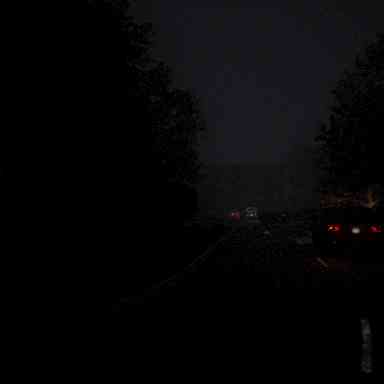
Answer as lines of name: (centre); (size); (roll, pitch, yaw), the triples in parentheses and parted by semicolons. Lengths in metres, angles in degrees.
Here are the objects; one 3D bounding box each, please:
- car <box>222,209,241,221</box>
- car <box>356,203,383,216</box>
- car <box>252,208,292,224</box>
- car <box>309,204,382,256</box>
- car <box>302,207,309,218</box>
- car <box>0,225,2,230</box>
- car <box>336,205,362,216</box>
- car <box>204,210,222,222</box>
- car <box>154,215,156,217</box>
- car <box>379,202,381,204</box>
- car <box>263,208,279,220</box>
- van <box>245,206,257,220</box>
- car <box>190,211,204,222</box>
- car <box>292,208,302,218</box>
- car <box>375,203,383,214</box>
car: (6.455, 3.492, 51.862); (2.185, 1.767, 4.553); (-3, -2, 10)
car: (25.704, 2.495, 48.180); (1.946, 1.575, 5.366); (-3, -2, 10)
car: (9.586, 3.029, 40.254); (2.128, 1.511, 4.902); (-2, -2, -11)
car: (7.042, 1.710, 15.613); (2.150, 2.045, 5.566); (0, -2, 14)
car: (17.486, 3.011, 49.901); (2.163, 1.488, 4.792); (-3, -2, 10)
car: (-25.628, 4.719, 44.446); (2.435, 2.045, 5.566); (-3, -2, 10)
car: (22.981, 2.691, 48.836); (2.163, 1.488, 4.792); (-3, -2, 10)
car: (3.713, 3.653, 52.427); (2.185, 1.767, 4.553); (-3, -2, 10)
car: (-4.553, 4.006, 53.940); (2.435, 2.045, 5.566); (-3, -2, 10)
car: (20.963, 2.024, 35.981); (2.435, 2.045, 5.566); (-3, -2, 10)
car: (11.974, 3.300, 50.886); (2.097, 1.535, 5.008); (-3, -2, 10)
van: (9.229, 3.237, 51.507); (1.878, 1.987, 4.442); (-3, -2, 10)
car: (0.960, 3.813, 52.931); (2.185, 1.767, 4.553); (-3, -2, 10)
car: (14.733, 3.171, 50.405); (2.163, 1.488, 4.792); (-3, -2, 10)
car: (28.489, 2.345, 47.865); (2.097, 1.535, 5.008); (-3, -2, 10)
